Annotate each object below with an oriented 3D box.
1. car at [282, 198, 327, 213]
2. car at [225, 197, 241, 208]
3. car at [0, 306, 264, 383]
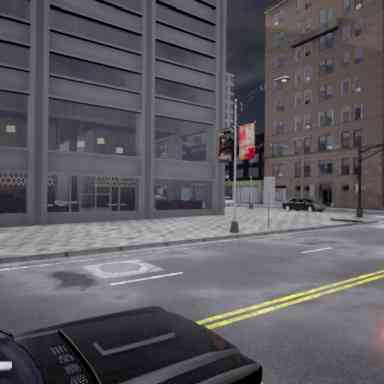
[{"bbox_3d":[11.935,1.400,35.605,1.837,1.490,4.892,1,0,-35],"label":"car"},{"bbox_3d":[4.736,1.369,45.824,1.812,1.442,4.674,1,0,-35],"label":"car"},{"bbox_3d":[-1.675,1.601,2.197,4.718,1.301,1.895,0,0,-35],"label":"car"}]
